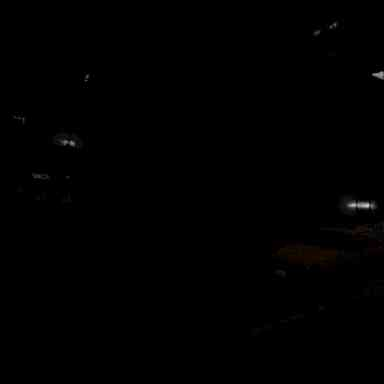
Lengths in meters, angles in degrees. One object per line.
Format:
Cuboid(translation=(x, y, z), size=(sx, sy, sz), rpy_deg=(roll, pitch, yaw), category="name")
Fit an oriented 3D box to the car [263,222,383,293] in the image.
Cuboid(translation=(3.982, 1.537, 8.910), size=(4.829, 1.417, 1.752), rpy_deg=(0, 2, -35), category="car")
